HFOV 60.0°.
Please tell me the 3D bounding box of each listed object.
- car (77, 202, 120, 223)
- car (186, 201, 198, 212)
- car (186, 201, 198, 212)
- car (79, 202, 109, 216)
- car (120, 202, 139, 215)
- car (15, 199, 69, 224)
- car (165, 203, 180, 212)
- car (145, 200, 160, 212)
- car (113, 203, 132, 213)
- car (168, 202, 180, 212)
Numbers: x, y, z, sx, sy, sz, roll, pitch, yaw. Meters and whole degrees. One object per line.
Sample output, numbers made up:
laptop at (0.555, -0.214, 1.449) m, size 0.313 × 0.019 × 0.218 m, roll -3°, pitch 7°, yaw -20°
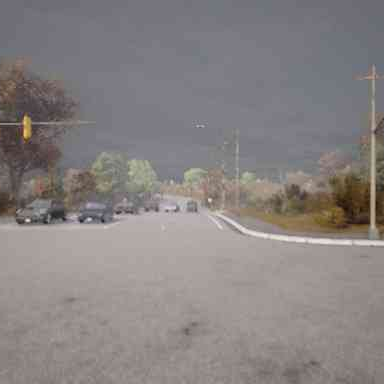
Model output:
car at (-7.111, 1.512, 25.230) m, size 2.033 × 1.411 × 5.357 m, roll 0°, pitch -1°, yaw -3°
car at (0.015, 2.603, 55.198) m, size 2.128 × 1.511 × 4.902 m, roll 0°, pitch -3°, yaw 0°
car at (0.018, 2.823, 65.670) m, size 2.150 × 2.045 × 5.566 m, roll 0°, pitch -3°, yaw 0°
car at (-10.578, 1.803, 36.106) m, size 1.812 × 1.442 × 4.674 m, roll 0°, pitch -2°, yaw 0°
car at (-7.073, 1.859, 36.998) m, size 2.033 × 1.411 × 5.357 m, roll 0°, pitch -2°, yaw 0°
car at (-10.632, 1.296, 23.911) m, size 2.097 × 1.767 × 4.553 m, roll 0°, pitch -1°, yaw 2°
car at (-3.485, 2.733, 55.642) m, size 1.895 × 1.301 × 4.718 m, roll 0°, pitch -3°, yaw 0°
car at (-6.988, 2.496, 58.825) m, size 2.150 × 2.045 × 5.566 m, roll 0°, pitch -3°, yaw 0°
car at (-10.535, 2.413, 50.528) m, size 1.837 × 1.490 × 4.892 m, roll 0°, pitch -3°, yaw 0°
car at (-3.483, 2.934, 65.609) m, size 2.097 × 1.767 × 4.553 m, roll 0°, pitch -3°, yaw 0°
